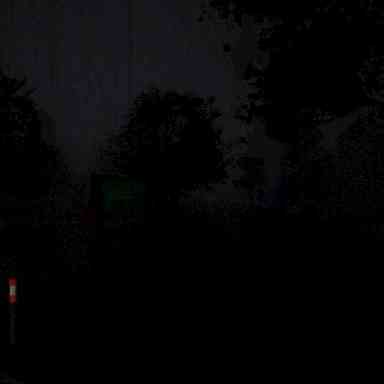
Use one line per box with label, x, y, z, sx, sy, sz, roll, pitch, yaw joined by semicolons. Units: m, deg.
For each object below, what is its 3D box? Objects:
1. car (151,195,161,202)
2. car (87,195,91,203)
car;-11.352;1.723;86.048;5.566;2.045;2.435;0;-1;-17
car;-21.903;1.700;78.830;5.566;2.045;2.435;0;-1;-17
